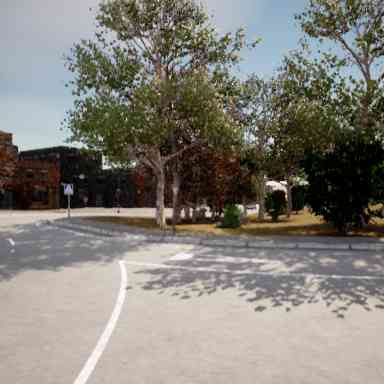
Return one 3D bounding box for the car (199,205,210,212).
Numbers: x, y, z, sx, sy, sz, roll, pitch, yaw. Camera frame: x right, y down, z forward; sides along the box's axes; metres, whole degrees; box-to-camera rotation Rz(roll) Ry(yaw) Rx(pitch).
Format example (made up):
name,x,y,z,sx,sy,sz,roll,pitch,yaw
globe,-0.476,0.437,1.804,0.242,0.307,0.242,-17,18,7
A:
name,x,y,z,sx,sy,sz,roll,pitch,yaw
car,3.885,4.686,93.762,2.435,2.045,5.566,0,-2,26
